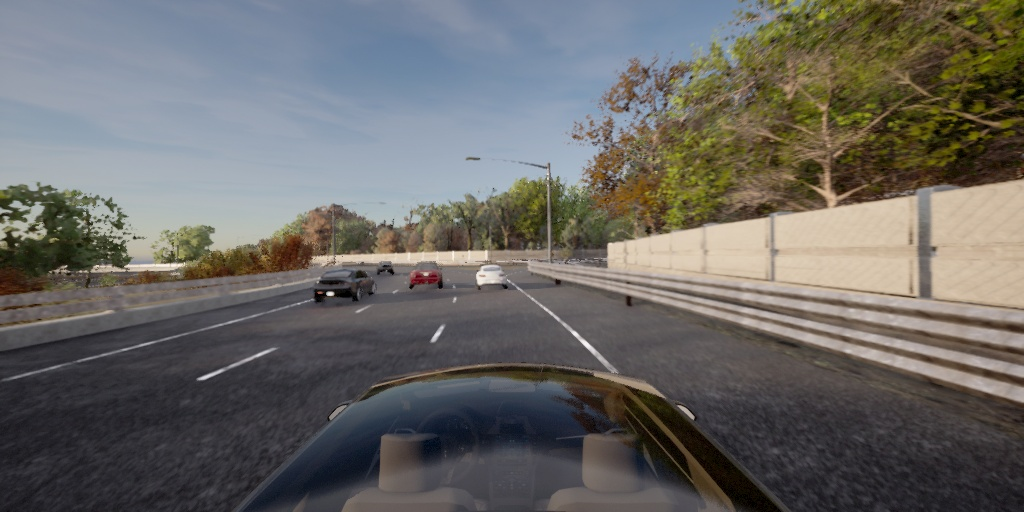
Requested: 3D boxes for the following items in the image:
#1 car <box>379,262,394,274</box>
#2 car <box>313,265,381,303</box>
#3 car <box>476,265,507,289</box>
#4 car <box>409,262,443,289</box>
[{"bbox_3d":[-15.959,1.524,45.052,1.837,1.490,4.892,0,0,-24],"label":"car"},{"bbox_3d":[-8.133,1.391,17.758,1.837,1.490,4.892,0,0,-8],"label":"car"},{"bbox_3d":[-1.352,1.300,23.180,1.812,1.442,4.674,-1,0,-5],"label":"car"},{"bbox_3d":[-5.846,1.201,24.688,2.097,1.767,4.553,-1,0,-12],"label":"car"}]
